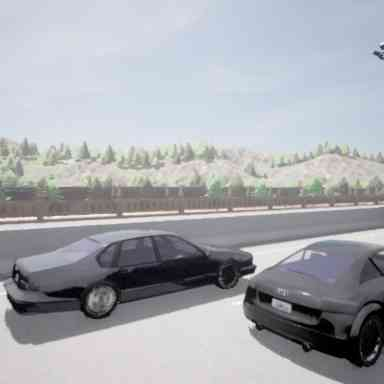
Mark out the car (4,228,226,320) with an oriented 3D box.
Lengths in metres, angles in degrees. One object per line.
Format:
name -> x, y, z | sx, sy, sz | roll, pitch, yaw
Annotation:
car -> -1.024, 1.535, 7.314 | 5.357, 1.411, 2.033 | 0, 0, -35

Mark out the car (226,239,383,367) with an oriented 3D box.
car -> 2.881, 1.543, 5.800 | 4.181, 1.385, 1.994 | 0, 0, -35
